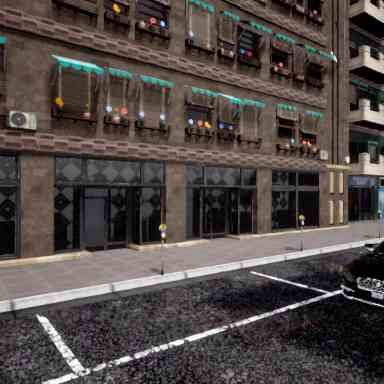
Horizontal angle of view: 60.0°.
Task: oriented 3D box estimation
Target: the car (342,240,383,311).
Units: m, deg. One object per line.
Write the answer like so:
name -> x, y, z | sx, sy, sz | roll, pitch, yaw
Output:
car -> 5.118, 1.505, 7.055 | 4.892, 1.490, 1.837 | 0, 0, -36
